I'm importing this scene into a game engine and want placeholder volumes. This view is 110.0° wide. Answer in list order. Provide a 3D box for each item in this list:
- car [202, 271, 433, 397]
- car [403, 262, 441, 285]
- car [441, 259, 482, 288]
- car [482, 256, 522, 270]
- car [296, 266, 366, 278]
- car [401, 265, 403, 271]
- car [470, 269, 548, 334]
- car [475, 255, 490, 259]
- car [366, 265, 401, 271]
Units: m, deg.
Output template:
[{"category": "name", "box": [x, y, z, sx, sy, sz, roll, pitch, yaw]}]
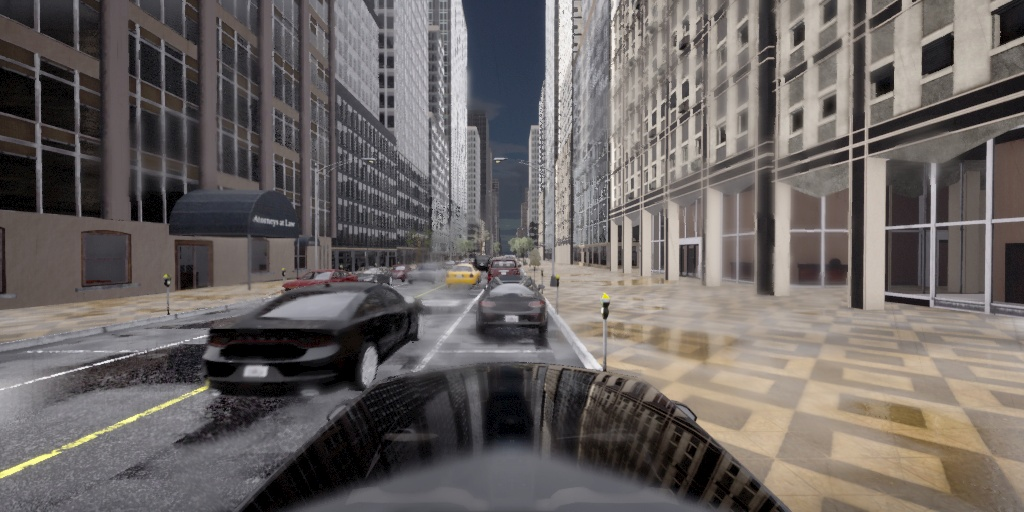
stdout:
[{"category": "car", "box": [-3.049, 1.227, 6.750, 1.882, 1.535, 5.008, 0, 0, 0]}, {"category": "car", "box": [-6.245, 1.346, 26.485, 1.895, 1.301, 4.718, 0, 0, 0]}, {"category": "car", "box": [-3.146, 1.202, 24.001, 1.801, 1.575, 5.366, 0, 0, 0]}, {"category": "car", "box": [-0.457, 1.061, 22.523, 2.192, 1.841, 5.009, 0, 0, 0]}, {"category": "car", "box": [-8.837, 1.292, 16.839, 1.888, 1.381, 4.507, 0, 0, 0]}, {"category": "car", "box": [-8.837, 1.327, 28.206, 1.802, 1.307, 4.207, 0, 0, 0]}, {"category": "car", "box": [0.003, 1.274, 10.501, 1.812, 1.442, 4.674, 0, 0, 0]}, {"category": "car", "box": [-3.047, 0.964, 39.331, 2.150, 2.045, 5.566, 0, 0, 0]}, {"category": "car", "box": [-8.838, 1.297, 22.523, 2.007, 1.370, 4.403, 0, 0, 0]}]
